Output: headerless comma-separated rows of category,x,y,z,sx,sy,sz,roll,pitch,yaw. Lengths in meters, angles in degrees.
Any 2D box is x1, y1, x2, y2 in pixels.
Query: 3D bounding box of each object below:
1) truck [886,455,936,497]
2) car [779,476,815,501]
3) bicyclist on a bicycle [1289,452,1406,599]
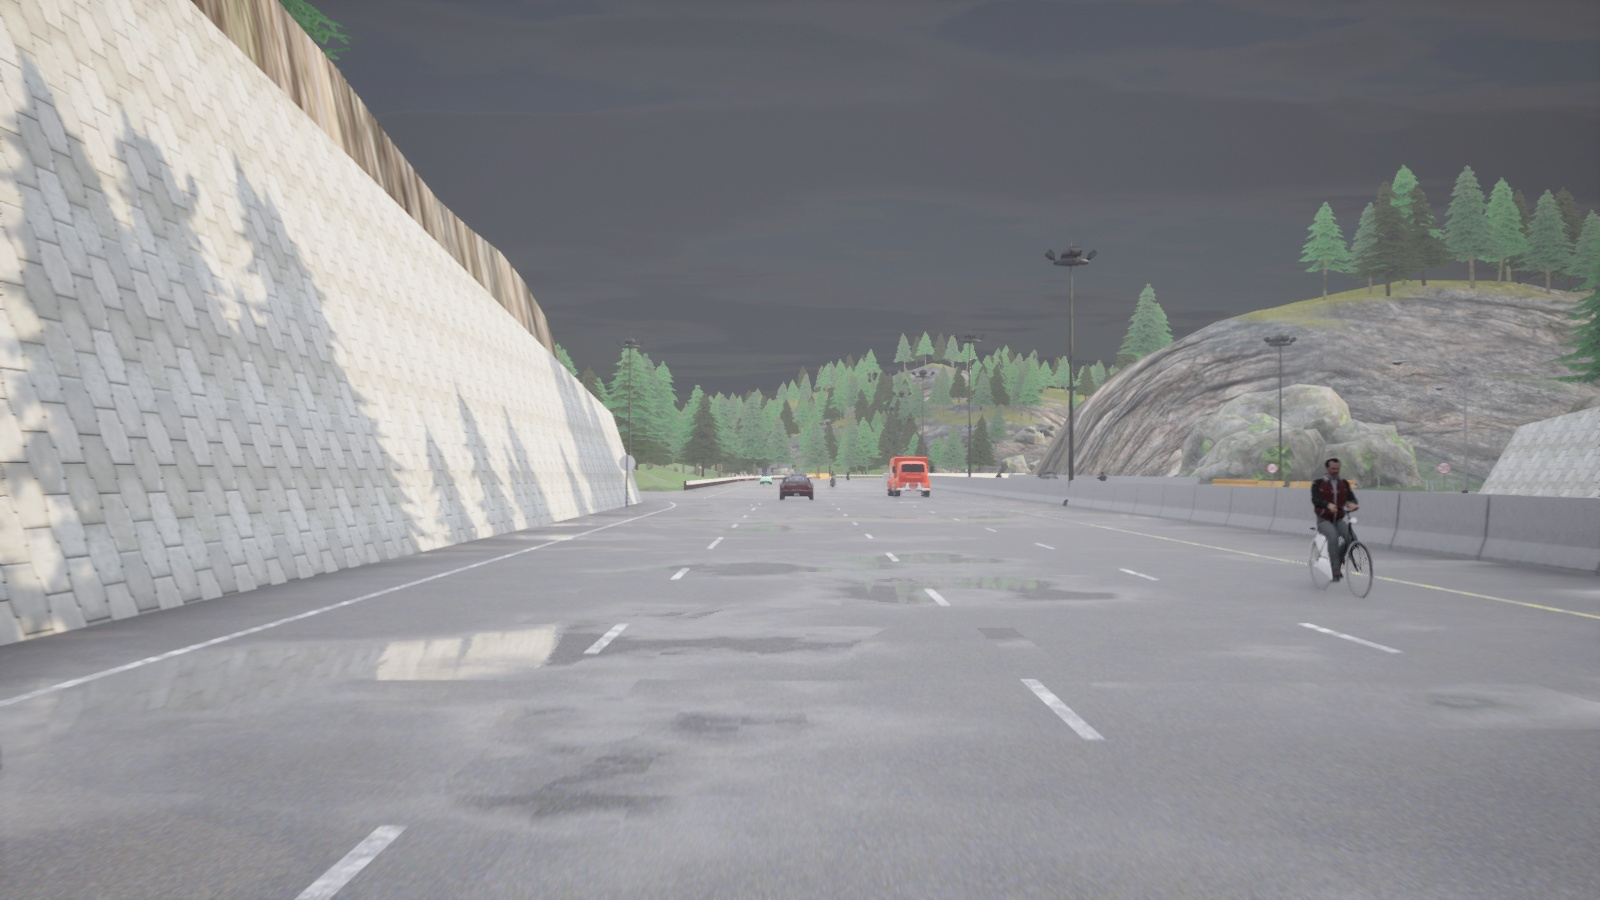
truck,6.812,1.604,77.647,2.627,2.467,5.204,0,-1,0
car,-0.164,2.050,67.754,1.895,1.301,4.718,0,-1,0
bicyclist on a bicycle,6.960,0.926,16.065,0.659,1.776,1.843,0,-1,0
